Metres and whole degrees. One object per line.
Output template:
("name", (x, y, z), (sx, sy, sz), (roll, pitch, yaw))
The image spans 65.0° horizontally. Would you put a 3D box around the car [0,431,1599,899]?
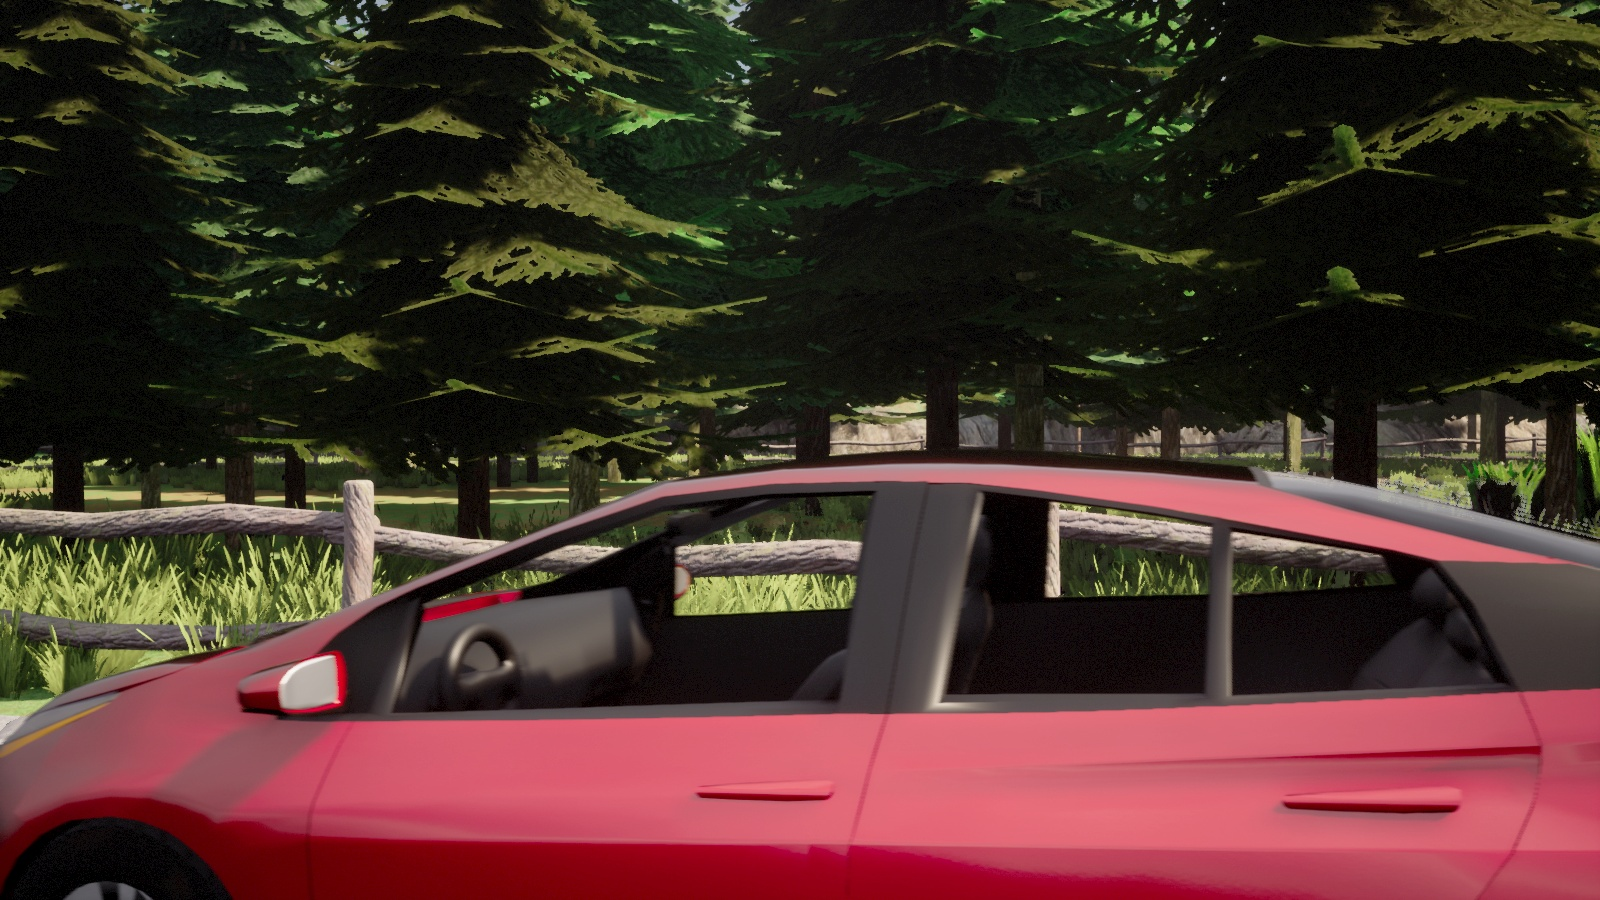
("car", (0.120, 0.723, 3.148), (4.514, 1.525, 2.007), (1, 1, 19))
